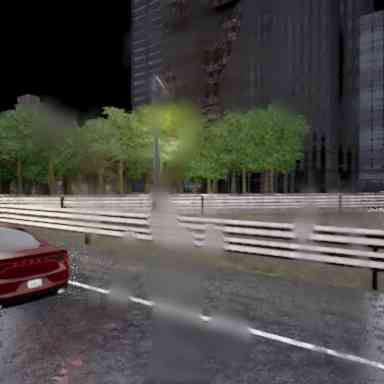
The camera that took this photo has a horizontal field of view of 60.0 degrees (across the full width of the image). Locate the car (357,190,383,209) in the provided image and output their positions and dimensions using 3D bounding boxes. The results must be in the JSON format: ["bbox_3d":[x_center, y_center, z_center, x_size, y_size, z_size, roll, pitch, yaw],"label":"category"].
[{"bbox_3d":[17.522,0.631,30.382,4.553,1.767,2.097,-1,0,-6],"label":"car"}]

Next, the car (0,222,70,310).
[{"bbox_3d":[-4.724,1.376,7.139,5.008,1.535,1.882,1,1,35],"label":"car"}]
